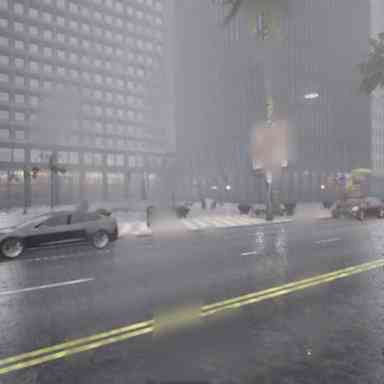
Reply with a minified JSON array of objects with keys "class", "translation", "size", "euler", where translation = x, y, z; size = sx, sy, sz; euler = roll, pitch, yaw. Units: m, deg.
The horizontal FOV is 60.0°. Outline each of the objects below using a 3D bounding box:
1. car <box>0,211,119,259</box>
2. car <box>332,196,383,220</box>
[{"class":"car","translation":[-5.196,1.487,12.686],"size":[4.786,1.482,2.161],"euler":[-1,0,-36]},{"class":"car","translation":[12.671,1.141,25.400],"size":[4.553,1.767,2.185],"euler":[-1,0,-36]}]
